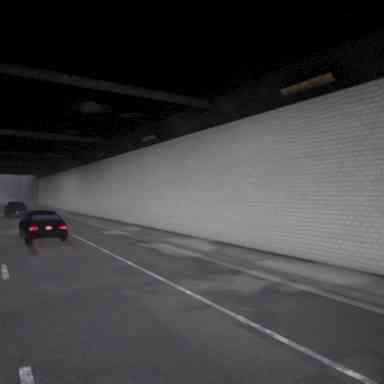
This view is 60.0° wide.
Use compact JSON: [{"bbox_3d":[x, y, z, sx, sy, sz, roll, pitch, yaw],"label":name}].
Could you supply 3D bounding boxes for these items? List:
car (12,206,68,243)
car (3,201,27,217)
[{"bbox_3d":[-7.645,1.652,16.860,2.033,1.411,5.357,1,-1,-31],"label":"car"},{"bbox_3d":[-17.673,1.696,33.313,1.837,1.490,4.892,1,-1,-31],"label":"car"}]
